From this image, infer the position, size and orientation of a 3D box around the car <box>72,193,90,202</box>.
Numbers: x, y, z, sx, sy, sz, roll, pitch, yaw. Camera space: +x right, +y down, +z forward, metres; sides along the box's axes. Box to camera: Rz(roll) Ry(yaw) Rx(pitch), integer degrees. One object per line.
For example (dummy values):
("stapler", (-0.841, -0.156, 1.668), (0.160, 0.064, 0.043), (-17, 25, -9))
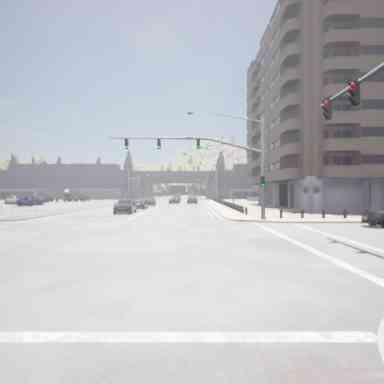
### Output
("car", (-24.482, 1.182, 74.409), (1.932, 1.855, 4.605), (0, 0, 0))

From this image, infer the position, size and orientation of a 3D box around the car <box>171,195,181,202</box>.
("car", (-3.434, 1.386, 73.013), (1.837, 1.490, 4.892), (0, 0, 0))

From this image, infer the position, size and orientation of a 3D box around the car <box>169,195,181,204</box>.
("car", (-3.443, 1.626, 64.067), (1.895, 1.301, 4.718), (0, 0, 0))

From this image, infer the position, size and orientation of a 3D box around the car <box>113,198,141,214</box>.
("car", (-7.058, 1.519, 35.352), (1.837, 1.490, 4.892), (0, 0, 0))

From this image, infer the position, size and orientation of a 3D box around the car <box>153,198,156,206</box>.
("car", (-7.027, 1.585, 54.872), (1.994, 1.385, 4.181), (0, 0, 1))

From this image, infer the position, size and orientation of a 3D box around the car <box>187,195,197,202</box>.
("car", (0.066, 1.425, 73.010), (2.033, 1.411, 5.357), (0, 0, 0))

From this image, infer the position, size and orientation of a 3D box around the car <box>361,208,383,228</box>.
("car", (13.150, 1.457, 20.684), (4.892, 1.490, 1.837), (0, 0, 0))

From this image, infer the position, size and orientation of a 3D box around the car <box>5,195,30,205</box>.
("car", (-30.159, 1.418, 57.021), (1.970, 1.475, 3.806), (0, 0, 0))

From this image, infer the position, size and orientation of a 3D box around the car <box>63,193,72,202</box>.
("car", (-27.376, 1.185, 74.476), (1.905, 1.878, 3.866), (0, 0, 0))

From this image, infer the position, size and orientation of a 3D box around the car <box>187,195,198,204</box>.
("car", (0.057, 1.589, 64.032), (1.994, 1.385, 4.181), (0, 0, 0))

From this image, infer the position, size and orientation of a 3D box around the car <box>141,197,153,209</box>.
("car", (-7.047, 1.509, 44.879), (2.128, 1.511, 4.902), (0, 0, 0))
